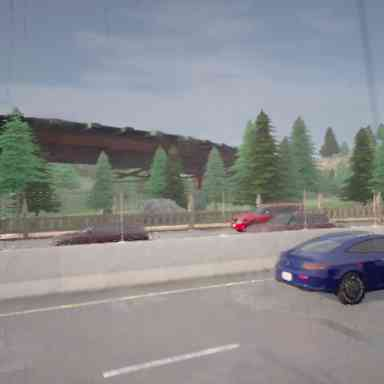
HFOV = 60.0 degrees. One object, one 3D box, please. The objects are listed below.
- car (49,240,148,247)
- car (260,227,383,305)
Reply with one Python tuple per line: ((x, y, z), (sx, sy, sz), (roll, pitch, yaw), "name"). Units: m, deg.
((-4.485, 2.203, 16.367), (4.674, 1.442, 1.812), (-1, -2, -22), "car")
((4.297, 1.710, 8.350), (4.674, 1.442, 1.812), (-1, -2, -21), "car")
